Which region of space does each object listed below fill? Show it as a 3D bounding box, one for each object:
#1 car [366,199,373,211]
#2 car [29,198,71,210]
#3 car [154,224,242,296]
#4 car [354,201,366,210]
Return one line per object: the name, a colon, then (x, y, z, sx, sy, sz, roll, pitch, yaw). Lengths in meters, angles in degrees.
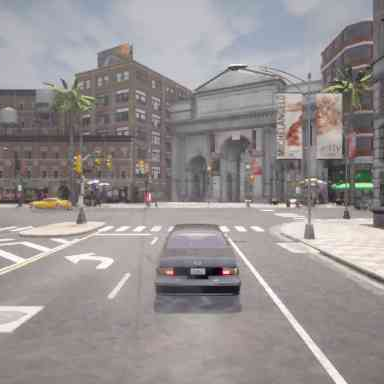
car: (22.719, 1.526, 37.518, 4.674, 1.442, 1.812, 0, 0, 1)
car: (-17.658, 1.477, 41.446, 5.008, 1.535, 1.882, 0, 0, 1)
car: (0.114, 1.547, 8.800, 2.033, 1.411, 5.357, 0, 0, 0)
car: (22.293, 1.564, 41.017, 4.181, 1.385, 1.994, 0, 0, 0)
